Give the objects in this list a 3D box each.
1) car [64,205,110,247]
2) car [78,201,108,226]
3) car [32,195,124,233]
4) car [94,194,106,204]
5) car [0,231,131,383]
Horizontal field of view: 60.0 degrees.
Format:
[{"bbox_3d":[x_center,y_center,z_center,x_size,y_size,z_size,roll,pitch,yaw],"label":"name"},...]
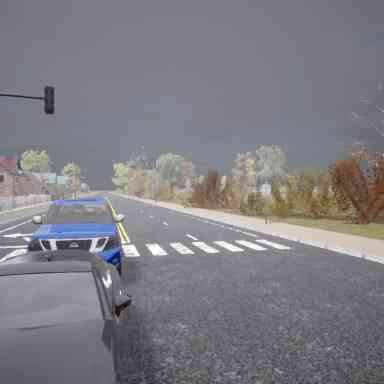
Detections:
[{"bbox_3d":[-4.960,1.498,16.147,1.837,1.490,4.892,0,0,-15],"label":"car"},{"bbox_3d":[-7.136,1.465,24.331,1.882,1.535,5.008,0,0,-15],"label":"car"},{"bbox_3d":[-3.342,1.218,10.064,2.150,2.045,5.566,0,0,-15],"label":"car"},{"bbox_3d":[-17.259,1.291,62.420,2.097,1.767,4.553,0,0,-15],"label":"car"},{"bbox_3d":[-1.743,1.524,3.965,1.812,1.442,4.674,0,0,-12],"label":"car"}]
